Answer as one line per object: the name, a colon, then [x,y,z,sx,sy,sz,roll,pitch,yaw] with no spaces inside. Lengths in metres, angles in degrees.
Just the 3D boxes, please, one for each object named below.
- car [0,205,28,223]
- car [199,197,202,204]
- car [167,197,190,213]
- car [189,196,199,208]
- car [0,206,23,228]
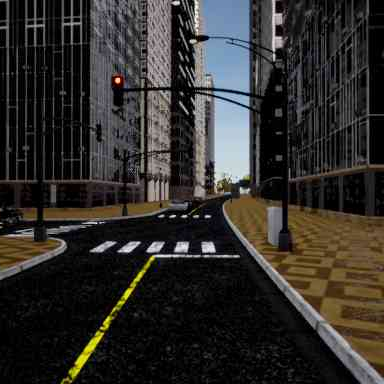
car: [-16.497,1.854,28.020,4.403,1.369,2.008,-1,1,10]
car: [0.730,1.481,59.928,2.033,1.411,5.357,0,0,7]
car: [-1.597,1.575,36.867,1.895,1.301,4.718,0,0,4]
car: [-0.677,1.450,47.354,2.128,1.511,4.902,0,0,6]
car: [-14.048,1.720,21.800,4.892,1.490,1.837,-1,0,8]
